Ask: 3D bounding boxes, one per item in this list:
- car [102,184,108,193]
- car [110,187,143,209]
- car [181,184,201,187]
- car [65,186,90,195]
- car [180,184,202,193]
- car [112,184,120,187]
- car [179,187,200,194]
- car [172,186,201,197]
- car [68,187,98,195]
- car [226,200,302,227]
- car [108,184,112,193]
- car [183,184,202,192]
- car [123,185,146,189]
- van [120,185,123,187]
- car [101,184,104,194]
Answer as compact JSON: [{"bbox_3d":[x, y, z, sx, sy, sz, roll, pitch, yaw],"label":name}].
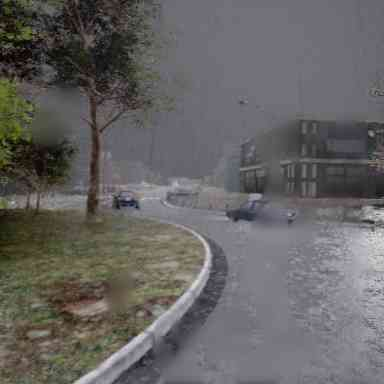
[{"bbox_3d":[-20.953,-0.522,70.257,4.553,1.767,2.185,1,2,2],"label":"car"},{"bbox_3d":[-6.410,0.648,32.018,2.097,1.767,4.553,1,1,-18],"label":"car"},{"bbox_3d":[-0.992,-0.081,64.820,4.553,1.767,2.185,1,2,2],"label":"car"},{"bbox_3d":[-21.269,-0.290,61.990,4.553,1.767,2.185,1,2,2],"label":"car"},{"bbox_3d":[-0.179,-0.896,87.156,5.566,2.045,2.435,1,2,2],"label":"car"},{"bbox_3d":[-20.695,-0.901,78.521,5.566,2.045,2.435,1,2,2],"label":"car"},{"bbox_3d":[-0.477,-0.377,78.710,4.892,1.521,2.231,1,2,2],"label":"car"},{"bbox_3d":[-1.266,0.214,59.397,4.792,1.488,2.163,1,1,2],"label":"car"},{"bbox_3d":[-21.202,-0.239,64.755,5.008,1.535,2.097,1,2,2],"label":"car"},{"bbox_3d":[4.154,1.213,20.188,2.033,1.411,5.357,0,1,-26],"label":"car"},{"bbox_3d":[-20.887,-0.477,73.021,4.892,1.521,2.231,1,2,2],"label":"car"},{"bbox_3d":[0.198,-1.146,95.356,5.566,2.045,2.435,1,2,2],"label":"car"},{"bbox_3d":[-8.810,0.173,50.913,2.097,1.767,4.553,1,1,-2],"label":"car"},{"bbox_3d":[-20.340,-1.044,84.024,4.442,1.987,1.878,1,2,2],"label":"van"},{"bbox_3d":[-21.089,-0.278,67.508,4.674,1.452,2.002,1,2,2],"label":"car"}]
